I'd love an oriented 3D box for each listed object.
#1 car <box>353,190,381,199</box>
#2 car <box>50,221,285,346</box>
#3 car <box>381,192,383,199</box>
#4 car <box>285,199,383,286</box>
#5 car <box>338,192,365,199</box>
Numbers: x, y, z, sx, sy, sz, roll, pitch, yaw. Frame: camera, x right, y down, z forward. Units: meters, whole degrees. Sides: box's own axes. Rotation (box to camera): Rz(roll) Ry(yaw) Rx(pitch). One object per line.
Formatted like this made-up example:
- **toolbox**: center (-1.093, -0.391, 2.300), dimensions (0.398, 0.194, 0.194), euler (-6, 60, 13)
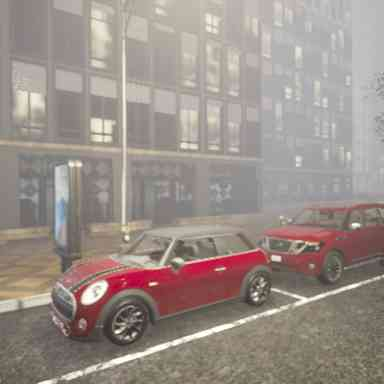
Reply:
- **car**: center (25.735, 0.540, 51.508), dimensions (2.192, 1.841, 5.009), euler (1, 1, -36)
- **car**: center (-0.440, 1.421, 6.246), dimensions (4.097, 1.590, 1.967), euler (0, 0, -35)
- **car**: center (32.495, 0.716, 56.456), dimensions (1.947, 1.339, 4.313), euler (1, 1, -36)
- **car**: center (4.080, 1.262, 9.466), dimensions (5.009, 1.841, 2.192), euler (0, 0, -35)
- **car**: center (29.182, 0.627, 60.995), dimensions (1.802, 1.307, 4.206), euler (1, 1, -36)
